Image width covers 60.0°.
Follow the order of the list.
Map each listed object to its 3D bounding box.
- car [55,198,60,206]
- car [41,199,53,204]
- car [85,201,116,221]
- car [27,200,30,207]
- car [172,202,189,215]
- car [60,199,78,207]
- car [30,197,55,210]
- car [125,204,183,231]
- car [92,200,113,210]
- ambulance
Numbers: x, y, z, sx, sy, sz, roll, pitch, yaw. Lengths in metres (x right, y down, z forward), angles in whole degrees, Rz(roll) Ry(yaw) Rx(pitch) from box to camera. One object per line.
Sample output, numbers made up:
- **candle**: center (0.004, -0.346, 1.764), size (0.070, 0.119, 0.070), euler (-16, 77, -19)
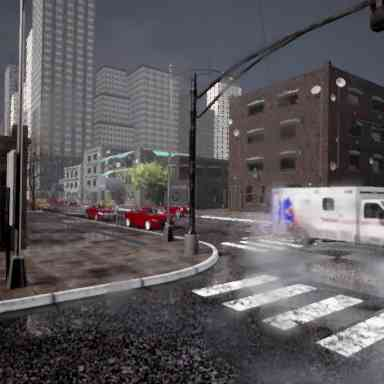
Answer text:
- **car**: center (-27.761, 2.304, 71.867), size (1.802, 1.307, 4.206), euler (1, -1, -35)
- **car**: center (-37.372, 2.401, 85.609), size (1.752, 1.417, 4.829), euler (1, -1, -35)
- **car**: center (-7.934, 1.729, 28.673), size (1.802, 1.307, 4.206), euler (1, -1, -35)
- **car**: center (-28.468, 2.011, 58.247), size (1.887, 1.381, 4.507), euler (1, -1, -35)
- **car**: center (-1.485, 1.760, 34.527), size (1.967, 1.590, 4.097), euler (1, -1, -35)
- **car**: center (-24.590, 2.113, 67.334), size (1.967, 1.590, 4.097), euler (1, -1, -35)
- **car**: center (-22.072, 1.890, 49.009), size (1.752, 1.417, 4.829), euler (1, -1, -35)
- **car**: center (-2.774, 1.614, 21.298), size (1.887, 1.381, 4.507), euler (1, -1, -35)
- **car**: center (-14.174, 2.037, 52.563), size (1.752, 1.417, 4.829), euler (1, -1, -35)
- **ambulance**: center (6.202, 1.036, 13.390), size (2.351, 2.431, 6.366), euler (0, -1, -35)
